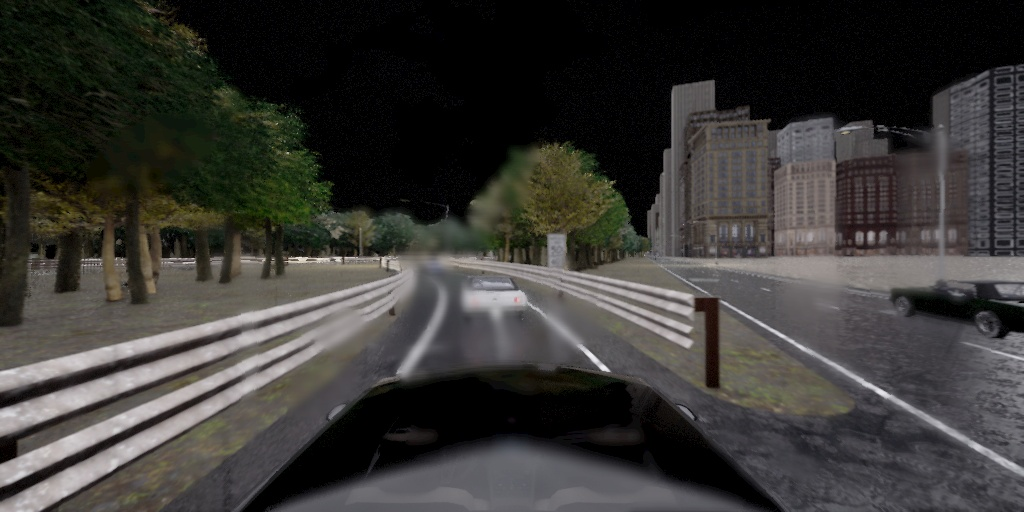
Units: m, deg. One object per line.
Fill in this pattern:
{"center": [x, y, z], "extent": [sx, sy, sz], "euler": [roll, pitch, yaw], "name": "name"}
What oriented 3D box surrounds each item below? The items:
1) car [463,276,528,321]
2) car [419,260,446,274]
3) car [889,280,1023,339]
{"center": [-0.754, 1.333, 12.515], "extent": [1.895, 1.301, 4.718], "euler": [0, 0, -8], "name": "car"}
{"center": [-8.728, 1.140, 39.067], "extent": [2.033, 1.411, 5.357], "euler": [0, 1, -26], "name": "car"}
{"center": [12.486, 1.275, 9.409], "extent": [1.895, 1.301, 4.718], "euler": [0, 0, 20], "name": "car"}
